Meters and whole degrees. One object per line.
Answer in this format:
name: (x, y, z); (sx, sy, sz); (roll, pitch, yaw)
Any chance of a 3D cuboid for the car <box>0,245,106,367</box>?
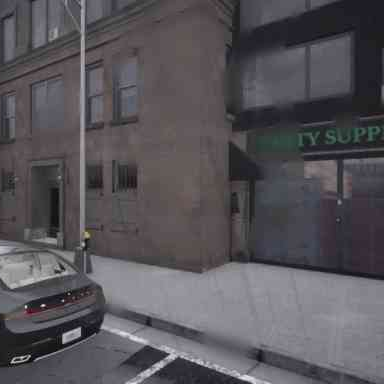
car: (-3.273, 1.551, 5.413); (4.403, 1.369, 2.008); (0, 0, 36)
